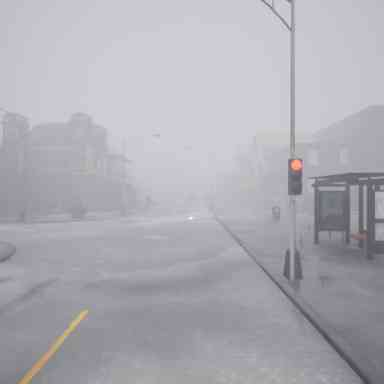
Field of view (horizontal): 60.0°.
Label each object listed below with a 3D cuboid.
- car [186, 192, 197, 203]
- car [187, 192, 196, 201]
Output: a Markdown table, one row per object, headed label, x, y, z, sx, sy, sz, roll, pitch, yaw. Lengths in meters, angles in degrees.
| label | x | y | z | sx | sy | sz | roll | pitch | yaw |
| --- | --- | --- | --- | --- | --- | --- | --- | --- | --- |
| car | -0.087 | 1.347 | 67.190 | 2.097 | 1.767 | 4.553 | 0 | 0 | 0 |
| car | -0.100 | 1.052 | 77.253 | 2.150 | 2.045 | 5.566 | 0 | 0 | 0 |
